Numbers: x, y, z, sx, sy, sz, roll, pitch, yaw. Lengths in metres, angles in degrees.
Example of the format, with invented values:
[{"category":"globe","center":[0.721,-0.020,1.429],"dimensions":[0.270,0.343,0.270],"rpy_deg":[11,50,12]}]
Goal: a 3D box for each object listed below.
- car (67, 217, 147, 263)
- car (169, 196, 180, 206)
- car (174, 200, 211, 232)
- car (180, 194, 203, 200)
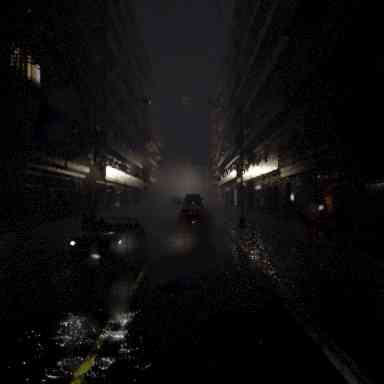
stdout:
[{"category":"car","center":[-2.849,1.613,12.098],"dimensions":[1.895,1.301,4.718],"rpy_deg":[0,0,0]},{"category":"car","center":[-2.803,1.485,55.279],"dimensions":[1.882,1.535,5.008],"rpy_deg":[0,0,0]},{"category":"car","center":[0.102,1.494,20.351],"dimensions":[1.882,1.535,5.008],"rpy_deg":[0,0,0]},{"category":"car","center":[0.106,1.240,37.990],"dimensions":[2.150,2.045,5.566],"rpy_deg":[0,0,0]}]
